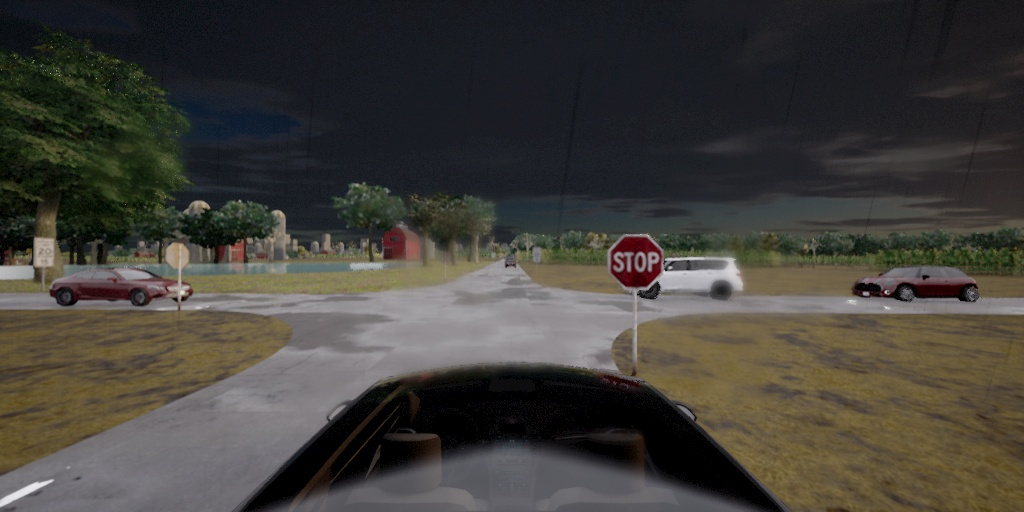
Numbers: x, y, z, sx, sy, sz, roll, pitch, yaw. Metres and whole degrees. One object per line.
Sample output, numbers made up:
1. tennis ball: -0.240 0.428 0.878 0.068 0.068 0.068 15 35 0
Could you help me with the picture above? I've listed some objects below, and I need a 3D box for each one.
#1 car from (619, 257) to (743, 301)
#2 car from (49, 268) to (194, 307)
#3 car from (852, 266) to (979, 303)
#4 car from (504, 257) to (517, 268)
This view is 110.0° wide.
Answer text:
1. car: 8.254 1.079 17.753 5.566 2.045 2.150 0 -1 4
2. car: -15.557 1.199 14.377 4.674 1.442 1.812 0 -1 1
3. car: 19.565 1.286 17.557 4.553 1.767 2.097 1 -1 0
4. car: -0.210 1.292 61.794 1.837 1.490 4.892 0 0 0
